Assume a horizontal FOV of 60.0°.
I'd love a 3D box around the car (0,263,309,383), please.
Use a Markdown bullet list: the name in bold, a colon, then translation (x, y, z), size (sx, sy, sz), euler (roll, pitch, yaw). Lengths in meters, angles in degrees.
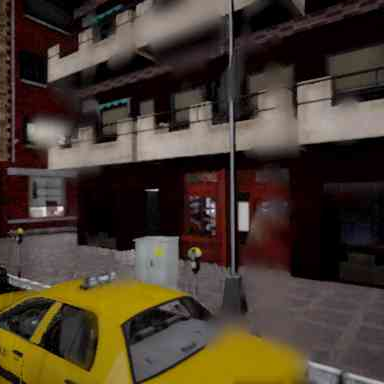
- **car**: translation (-1.194, 1.564, 3.752), size (4.829, 1.417, 1.752), euler (-1, -1, 36)
